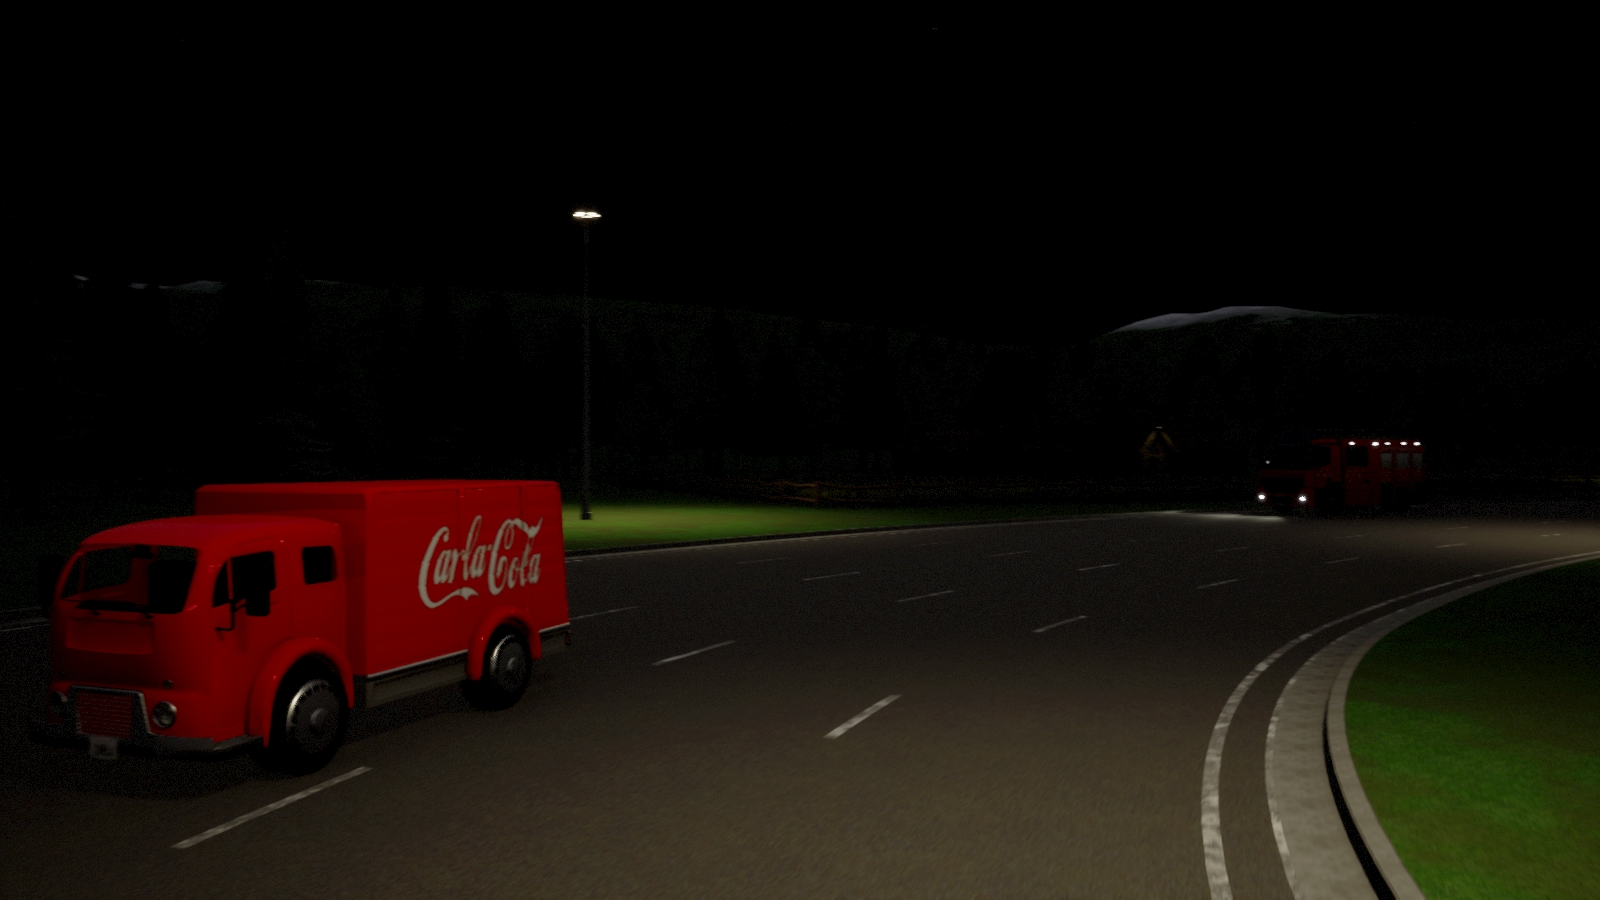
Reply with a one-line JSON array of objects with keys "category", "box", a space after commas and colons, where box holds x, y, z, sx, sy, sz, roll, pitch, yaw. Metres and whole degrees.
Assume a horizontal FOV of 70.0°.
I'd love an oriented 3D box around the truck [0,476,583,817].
[{"category": "truck", "box": [-4.689, 1.557, 11.572, 2.627, 2.467, 5.204, 0, 0, 20]}]
